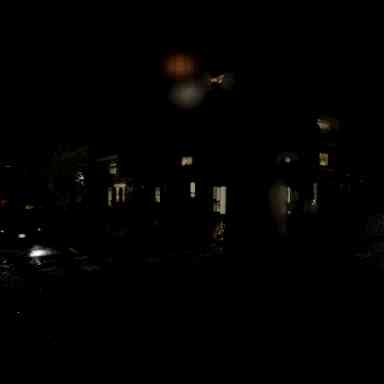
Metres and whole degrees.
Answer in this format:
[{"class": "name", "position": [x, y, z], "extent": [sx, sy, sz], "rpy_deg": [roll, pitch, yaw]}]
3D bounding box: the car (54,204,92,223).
[{"class": "car", "position": [-10.041, 1.706, 28.425], "extent": [1.967, 1.590, 4.097], "rpy_deg": [0, -1, -35]}]

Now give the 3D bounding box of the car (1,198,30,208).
[{"class": "car", "position": [-20.970, 1.841, 39.320], "extent": [1.882, 1.535, 5.008], "rpy_deg": [1, -1, -35]}]

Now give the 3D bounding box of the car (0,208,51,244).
[{"class": "car", "position": [-8.181, 1.656, 15.447], "extent": [1.994, 1.385, 4.181], "rpy_deg": [1, -1, -35]}]

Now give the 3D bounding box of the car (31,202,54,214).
[{"class": "car", "position": [-16.246, 1.910, 37.286], "extent": [2.008, 1.369, 4.403], "rpy_deg": [0, -1, -35]}]

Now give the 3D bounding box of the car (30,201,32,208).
[{"class": "car", "position": [-22.729, 1.983, 46.462], "extent": [1.752, 1.417, 4.829], "rpy_deg": [0, -1, -35]}]

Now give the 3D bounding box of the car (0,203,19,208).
[{"class": "car", "position": [-13.842, 1.740, 23.542], "extent": [1.994, 1.385, 4.181], "rpy_deg": [1, -1, -35]}]

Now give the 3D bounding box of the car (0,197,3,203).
[{"class": "car", "position": [-36.315, 2.250, 65.767], "extent": [1.802, 1.307, 4.206], "rpy_deg": [0, -1, -35]}]

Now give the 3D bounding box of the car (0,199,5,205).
[{"class": "car", "position": [-45.925, 2.345, 79.509], "extent": [1.752, 1.417, 4.829], "rpy_deg": [0, -1, -35]}]
